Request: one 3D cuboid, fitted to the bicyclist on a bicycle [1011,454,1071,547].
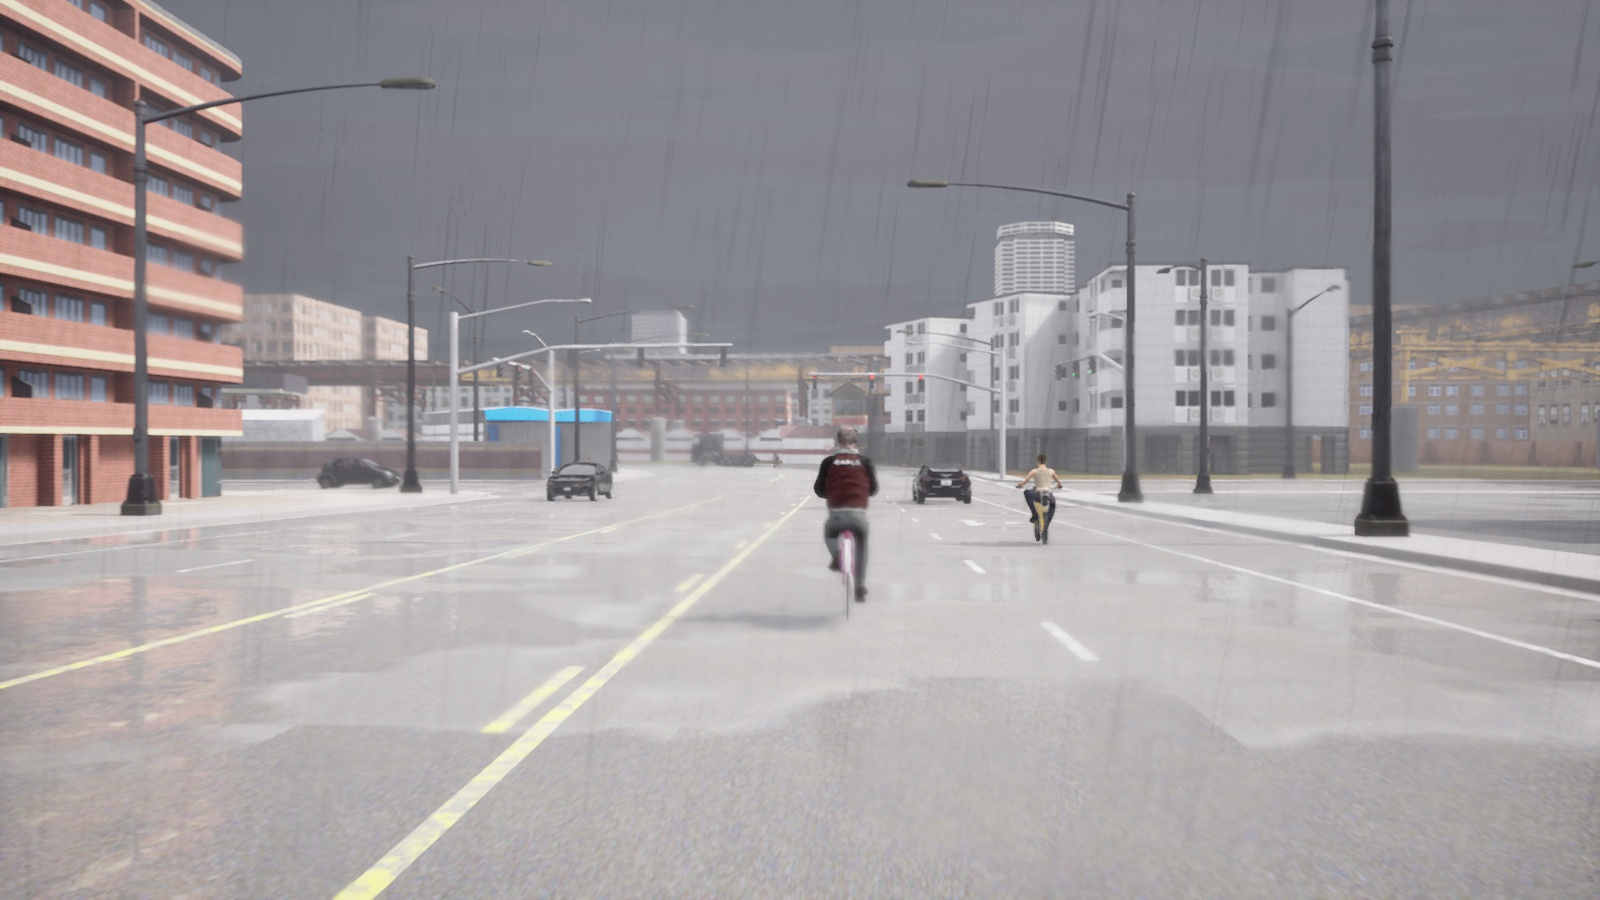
[{"bbox_3d":[4.302,0.878,22.513,0.866,1.612,1.509,0,-1,3],"label":"bicyclist on a bicycle"}]

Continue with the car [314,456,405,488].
[{"bbox_3d":[-22.559,1.115,64.405,3.988,1.617,1.851,0,0,1],"label":"car"}]

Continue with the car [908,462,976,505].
[{"bbox_3d":[5.232,1.214,46.907,2.163,1.488,4.792,0,0,2],"label":"car"}]

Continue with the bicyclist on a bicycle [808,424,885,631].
[{"bbox_3d":[0.433,0.670,11.685,0.659,1.776,1.843,0,0,2],"label":"bicyclist on a bicycle"}]

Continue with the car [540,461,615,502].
[{"bbox_3d":[-8.667,1.181,49.255,1.882,1.535,5.008,0,0,2],"label":"car"}]
